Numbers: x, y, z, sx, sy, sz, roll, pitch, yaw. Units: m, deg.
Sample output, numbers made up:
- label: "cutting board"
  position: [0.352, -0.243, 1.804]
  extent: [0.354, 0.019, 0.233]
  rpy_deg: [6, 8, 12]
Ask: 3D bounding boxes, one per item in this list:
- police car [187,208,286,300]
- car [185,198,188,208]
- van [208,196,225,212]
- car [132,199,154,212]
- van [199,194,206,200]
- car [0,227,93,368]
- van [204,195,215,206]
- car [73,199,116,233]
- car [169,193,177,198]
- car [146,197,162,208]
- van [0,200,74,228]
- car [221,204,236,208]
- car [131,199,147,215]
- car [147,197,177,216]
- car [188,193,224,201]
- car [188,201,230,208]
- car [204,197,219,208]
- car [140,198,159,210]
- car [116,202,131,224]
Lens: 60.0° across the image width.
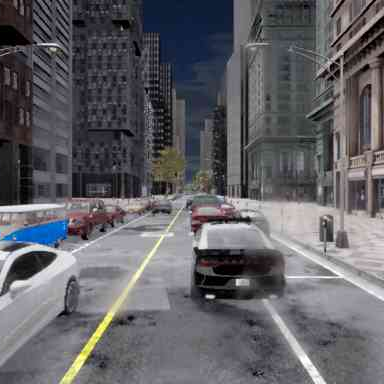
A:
- label: "police car"
  position: [0.920, 1.426, 8.578]
  extent: [1.930, 1.638, 5.238]
  rpy_deg: [0, 0, 0]
- label: "car"
  position: [0.143, 1.510, 47.417]
  extent: [1.837, 1.490, 4.892]
  rpy_deg: [0, 0, 1]
- label: "van"
  position: [2.871, 1.345, 39.101]
  extent: [1.690, 1.788, 3.998]
  rpy_deg: [0, 0, 0]
- label: "car"
  position: [-5.681, 1.548, 39.138]
  extent: [1.887, 1.381, 4.507]
  rpy_deg: [0, 0, 0]
- label: "van"
  position: [2.990, 1.376, 93.660]
  extent: [1.690, 1.788, 3.998]
  rpy_deg: [0, 0, 0]
- label: "car"
  position: [-3.076, 1.526, 4.772]
  extent: [1.812, 1.442, 4.674]
  rpy_deg: [0, 0, 0]
- label: "van"
  position: [2.913, 1.348, 55.675]
  extent: [1.690, 1.788, 3.998]
  rpy_deg: [0, 0, 0]
- label: "car"
  position: [-5.728, 1.316, 17.036]
  extent: [2.192, 1.841, 5.009]
  rpy_deg: [0, 0, 0]
- label: "car"
  position: [-5.555, 1.555, 88.112]
  extent: [1.752, 1.417, 4.829]
  rpy_deg: [0, 0, 0]
- label: "car"
  position: [-5.657, 1.550, 50.189]
  extent: [1.887, 1.381, 4.507]
  rpy_deg: [0, 0, 0]
- label: "van"
  position: [-5.740, 1.342, 11.511]
  extent: [1.690, 1.788, 3.998]
  rpy_deg: [0, 0, 0]
- label: "car"
  position: [2.813, 1.552, 17.000]
  extent: [2.008, 1.369, 4.403]
  rpy_deg: [0, 0, 0]
- label: "car"
  position: [-5.693, 1.528, 33.443]
  extent: [1.752, 1.417, 4.829]
  rpy_deg: [0, 0, 0]
- label: "car"
  position: [-2.920, 1.550, 33.463]
  extent: [2.033, 1.411, 5.357]
  rpy_deg: [0, 0, 0]
- label: "car"
  position: [0.958, 1.227, 24.499]
  extent: [2.150, 2.045, 5.566]
  rpy_deg: [0, 0, 0]
- label: "car"
  position: [0.871, 1.480, 18.458]
  extent: [1.882, 1.535, 5.008]
  rpy_deg: [0, 0, -1]
- label: "car"
  position: [2.898, 1.550, 50.150]
  extent: [1.887, 1.381, 4.507]
  rpy_deg: [0, 0, 0]
- label: "car"
  position: [-5.669, 1.549, 44.663]
  extent: [1.887, 1.381, 4.507]
  rpy_deg: [0, 0, 0]
- label: "car"
  position: [-5.717, 1.546, 22.562]
  extent: [1.887, 1.381, 4.507]
  rpy_deg: [0, 0, 0]
